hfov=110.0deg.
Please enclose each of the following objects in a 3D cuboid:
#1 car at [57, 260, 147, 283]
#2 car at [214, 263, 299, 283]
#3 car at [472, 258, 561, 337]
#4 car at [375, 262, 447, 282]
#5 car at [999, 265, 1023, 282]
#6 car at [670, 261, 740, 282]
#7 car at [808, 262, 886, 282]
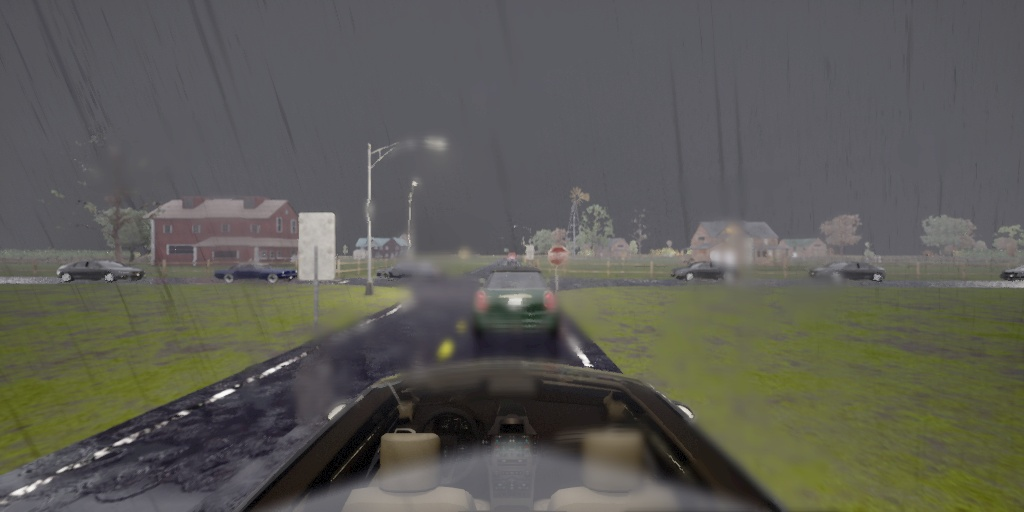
[{"bbox_3d":[-28.143,1.031,24.664,4.892,1.490,1.837,0,0,0],"label":"car"},{"bbox_3d":[-17.341,1.156,24.577,4.718,1.301,1.895,0,0,1],"label":"car"},{"bbox_3d":[0.104,1.049,10.231,2.097,1.767,4.553,0,1,0],"label":"car"},{"bbox_3d":[-7.576,1.119,26.941,5.357,1.411,2.033,1,0,18],"label":"car"},{"bbox_3d":[40.067,1.251,27.048,4.892,1.490,1.837,0,0,1],"label":"car"},{"bbox_3d":[14.604,1.140,27.275,4.892,1.490,1.837,0,0,0],"label":"car"},{"bbox_3d":[25.334,1.184,27.190,4.892,1.490,1.837,1,0,0],"label":"car"}]
